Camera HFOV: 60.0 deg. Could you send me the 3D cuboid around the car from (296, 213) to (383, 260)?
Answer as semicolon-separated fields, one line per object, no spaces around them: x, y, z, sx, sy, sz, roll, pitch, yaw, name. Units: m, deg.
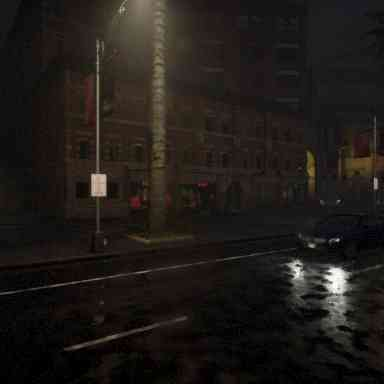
5.911;1.526;12.493;4.674;1.442;1.812;0;0;-35;car
